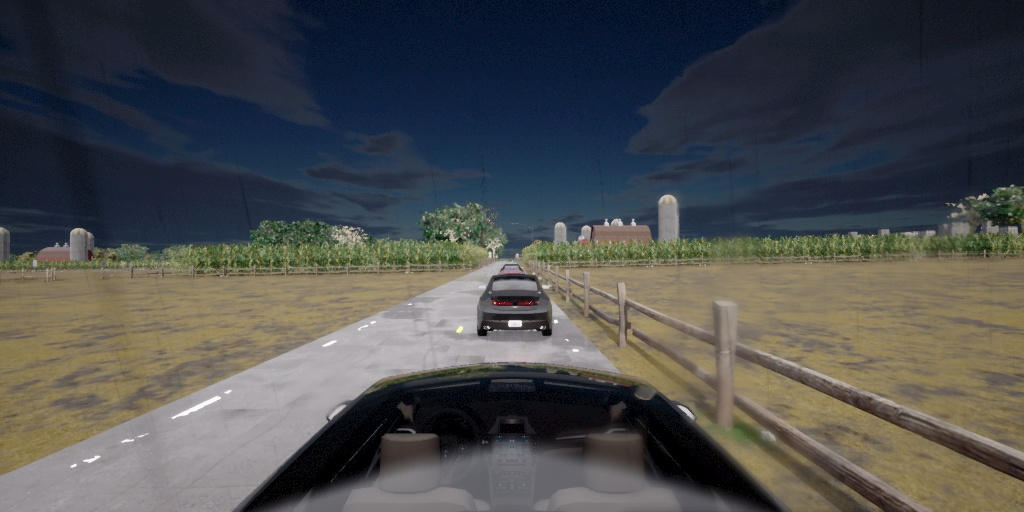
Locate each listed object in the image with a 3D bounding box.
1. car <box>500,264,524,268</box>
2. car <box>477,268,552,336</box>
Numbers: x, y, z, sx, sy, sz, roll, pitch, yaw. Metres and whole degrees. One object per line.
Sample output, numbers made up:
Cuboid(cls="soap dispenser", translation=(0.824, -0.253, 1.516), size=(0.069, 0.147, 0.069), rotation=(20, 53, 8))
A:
Cuboid(cls="car", translation=(-0.028, 1.295, 27.265), size=(1.994, 1.385, 4.181), rotation=(0, 0, 0))
Cuboid(cls="car", translation=(0.058, 1.253, 10.367), size=(1.837, 1.490, 4.892), rotation=(0, 0, 0))
